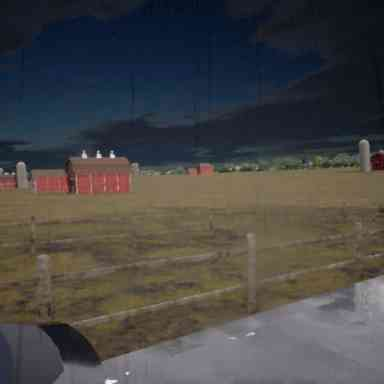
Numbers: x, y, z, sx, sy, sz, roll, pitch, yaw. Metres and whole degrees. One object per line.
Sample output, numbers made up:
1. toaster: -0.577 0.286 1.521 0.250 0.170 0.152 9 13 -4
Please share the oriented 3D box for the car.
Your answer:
1. car: -2.690 1.494 1.152 4.902 1.511 2.128 0 0 -36
